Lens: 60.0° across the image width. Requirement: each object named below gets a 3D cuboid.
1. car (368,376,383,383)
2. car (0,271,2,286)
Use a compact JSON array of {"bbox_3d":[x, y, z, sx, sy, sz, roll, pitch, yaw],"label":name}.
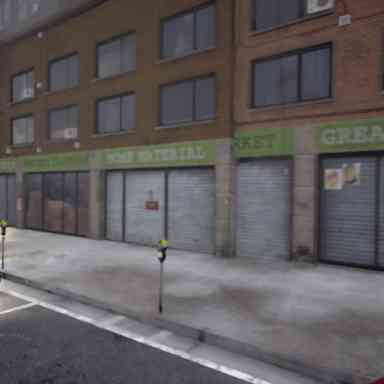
[{"bbox_3d":[2.887,1.554,1.012,4.507,1.381,1.887,0,1,35],"label":"car"},{"bbox_3d":[-6.066,1.397,7.391,4.097,1.590,1.967,0,1,35],"label":"car"}]
